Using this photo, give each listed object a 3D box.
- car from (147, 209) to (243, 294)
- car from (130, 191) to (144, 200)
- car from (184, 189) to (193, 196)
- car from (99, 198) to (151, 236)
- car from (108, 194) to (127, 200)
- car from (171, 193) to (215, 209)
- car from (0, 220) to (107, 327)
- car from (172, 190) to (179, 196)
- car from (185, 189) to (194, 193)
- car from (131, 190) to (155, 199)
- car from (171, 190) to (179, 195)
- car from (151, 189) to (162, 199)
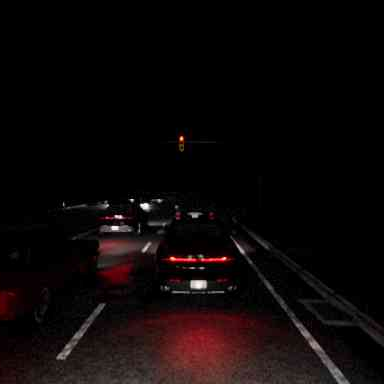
[{"bbox_3d":[0.121,1.408,8.488,1.837,1.490,4.892,0,1,0],"label":"car"},{"bbox_3d":[-10.629,0.640,64.638,1.837,1.490,4.892,0,1,-1],"label":"car"},{"bbox_3d":[-0.835,0.113,85.421,2.097,1.767,4.553,0,1,-3],"label":"car"},{"bbox_3d":[-3.358,1.292,16.952,1.837,1.490,4.892,0,1,0],"label":"car"},{"bbox_3d":[-10.509,0.974,47.193,1.895,1.301,4.718,0,1,0],"label":"car"},{"bbox_3d":[0.142,1.130,17.607,2.097,1.767,4.553,0,1,0],"label":"car"},{"bbox_3d":[-3.383,1.526,6.889,1.895,1.301,4.718,0,1,0],"label":"car"},{"bbox_3d":[-4.332,0.285,85.263,1.812,1.442,4.674,0,1,-3],"label":"car"},{"bbox_3d":[-0.371,0.513,75.309,1.812,1.442,4.674,0,1,-2],"label":"car"},{"bbox_3d":[-7.012,0.855,47.958,2.128,1.511,4.902,0,1,0],"label":"car"},{"bbox_3d":[-3.870,0.507,75.219,1.812,1.442,4.674,0,1,-2],"label":"car"},{"bbox_3d":[-7.133,0.348,65.132,2.150,2.045,5.566,0,1,-1],"label":"car"}]
